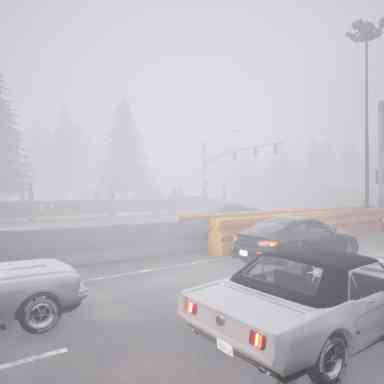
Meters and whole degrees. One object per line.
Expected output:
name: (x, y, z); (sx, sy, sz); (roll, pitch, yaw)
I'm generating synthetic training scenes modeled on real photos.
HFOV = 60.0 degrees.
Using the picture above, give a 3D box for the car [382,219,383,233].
car: (10.661, 1.407, 15.598); (4.674, 1.442, 1.812); (-1, 0, -36)

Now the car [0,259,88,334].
car: (-4.140, 1.601, 5.092); (4.718, 1.301, 1.895); (0, 0, -35)

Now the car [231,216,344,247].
car: (3.276, 1.474, 10.352); (4.674, 1.442, 1.812); (-1, 0, -35)

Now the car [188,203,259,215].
car: (2.289, 1.449, 22.708); (5.357, 1.411, 2.033); (0, 0, -35)

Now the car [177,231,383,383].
car: (2.212, 1.576, 5.310); (4.718, 1.301, 1.895); (-1, 0, -35)
